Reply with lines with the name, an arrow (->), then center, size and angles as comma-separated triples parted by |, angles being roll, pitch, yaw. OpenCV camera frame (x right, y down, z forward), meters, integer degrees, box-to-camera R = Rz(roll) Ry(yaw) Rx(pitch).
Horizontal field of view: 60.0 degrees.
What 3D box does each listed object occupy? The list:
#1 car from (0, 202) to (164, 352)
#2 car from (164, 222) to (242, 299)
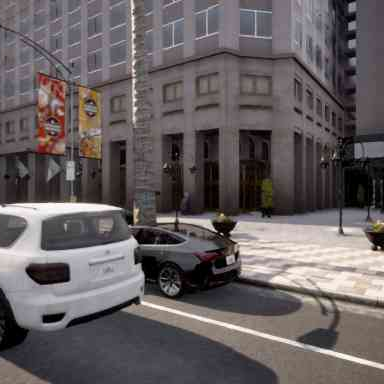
car -> -3.417, 1.222, 6.429 | 5.566, 2.045, 2.150 | 0, 0, 35
car -> -1.076, 1.513, 8.554 | 4.786, 1.482, 2.161 | 0, 0, 35
